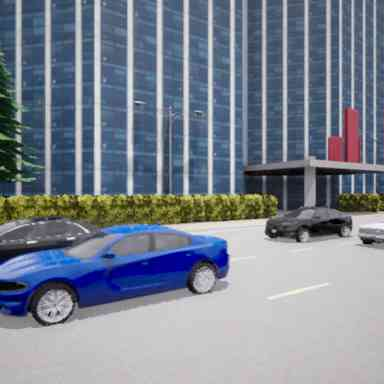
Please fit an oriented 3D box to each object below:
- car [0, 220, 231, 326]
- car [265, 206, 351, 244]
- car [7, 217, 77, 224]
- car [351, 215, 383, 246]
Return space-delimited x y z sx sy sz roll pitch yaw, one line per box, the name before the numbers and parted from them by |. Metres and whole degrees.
car | -1.450 1.477 7.215 5.008 1.535 1.882 0 0 -33
car | 5.714 1.475 16.088 5.008 1.535 1.882 0 0 -33
car | -4.572 1.504 9.355 4.892 1.490 1.837 0 0 -33
car | 9.110 1.598 14.126 4.718 1.301 1.895 0 0 -33
